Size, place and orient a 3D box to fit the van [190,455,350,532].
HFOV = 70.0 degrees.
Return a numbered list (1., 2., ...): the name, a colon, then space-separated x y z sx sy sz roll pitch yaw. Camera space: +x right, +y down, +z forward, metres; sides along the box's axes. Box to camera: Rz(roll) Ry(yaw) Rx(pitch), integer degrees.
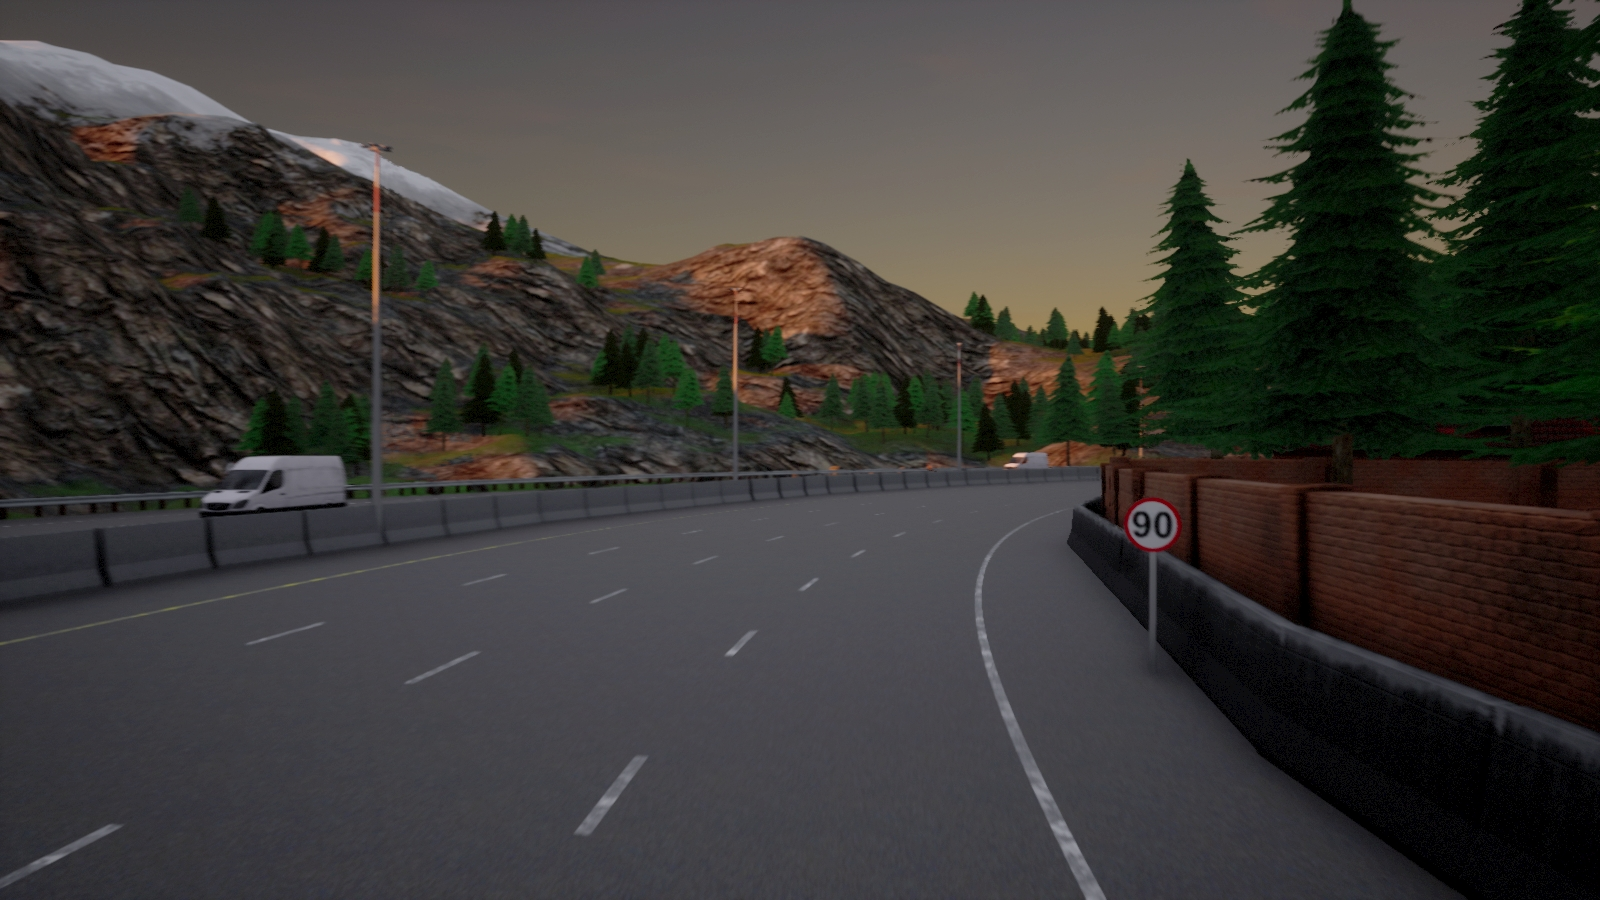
1. van: -19.154 1.493 41.702 1.988 2.561 5.915 0 0 14
